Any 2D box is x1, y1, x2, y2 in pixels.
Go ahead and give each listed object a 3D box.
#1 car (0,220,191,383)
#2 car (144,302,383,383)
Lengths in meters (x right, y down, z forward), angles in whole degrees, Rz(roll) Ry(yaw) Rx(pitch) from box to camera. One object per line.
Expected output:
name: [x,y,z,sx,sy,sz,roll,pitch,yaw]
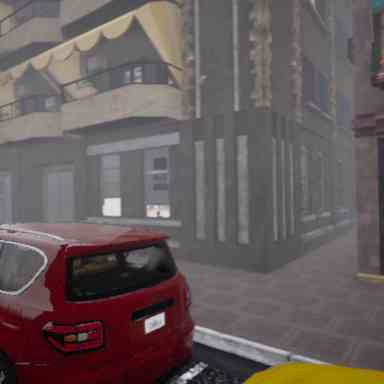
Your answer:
car: [-2.297,1.318,4.533,5.009,1.841,2.192,0,-1,36]
car: [2.193,1.525,1.326,4.829,1.417,1.752,0,-1,36]
